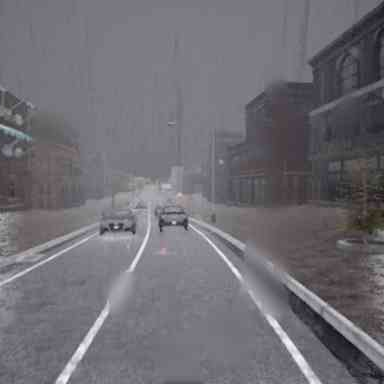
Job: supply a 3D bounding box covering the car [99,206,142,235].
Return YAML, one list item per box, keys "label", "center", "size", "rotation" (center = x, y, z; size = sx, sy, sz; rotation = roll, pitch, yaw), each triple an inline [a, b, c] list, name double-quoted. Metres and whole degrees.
- label: "car"
  center: [-4.254, 1.736, 19.806]
  size: [1.994, 1.385, 4.181]
  rotation: [0, -1, -6]

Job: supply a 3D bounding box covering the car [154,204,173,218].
- label: "car"
  center: [-3.576, 2.268, 40.617]
  size: [2.128, 1.511, 4.902]
  rotation: [0, -1, -7]

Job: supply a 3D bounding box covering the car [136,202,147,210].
- label: "car"
  center: [-9.436, 2.522, 61.796]
  size: [1.994, 1.385, 4.181]
  rotation: [0, 1, -7]

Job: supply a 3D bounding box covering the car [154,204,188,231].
- label: "car"
  center: [-1.340, 1.698, 22.400]
  size: [2.128, 1.511, 4.902]
  rotation: [0, -1, -6]
